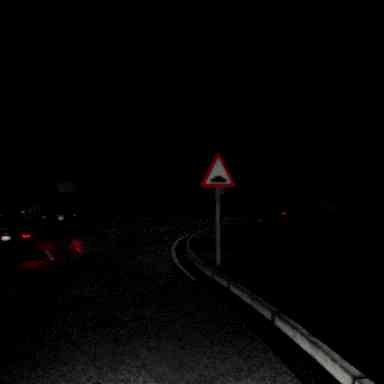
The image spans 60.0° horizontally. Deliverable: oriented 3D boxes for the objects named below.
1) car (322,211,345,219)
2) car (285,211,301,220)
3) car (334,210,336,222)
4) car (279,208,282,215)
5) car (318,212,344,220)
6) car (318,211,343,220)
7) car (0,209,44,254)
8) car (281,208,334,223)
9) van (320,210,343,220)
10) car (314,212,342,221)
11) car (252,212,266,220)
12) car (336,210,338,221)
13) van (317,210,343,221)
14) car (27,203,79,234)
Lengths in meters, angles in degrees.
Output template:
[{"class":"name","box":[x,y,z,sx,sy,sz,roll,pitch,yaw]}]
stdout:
[{"class":"car","box":[31.721,5.188,74.702,4.553,1.767,2.185,0,-3,27]},{"class":"car","box":[18.552,4.361,60.881,1.882,1.535,5.008,0,-4,27]},{"class":"car","box":[14.410,3.051,40.303,5.008,1.535,2.097,0,-4,27]},{"class":"car","box":[13.890,3.471,51.599,2.150,2.045,5.566,0,-4,27]},{"class":"car","box":[29.217,5.039,69.793,4.892,1.521,2.231,0,-3,27]},{"class":"car","box":[28.019,4.775,67.466,4.553,1.767,2.185,0,-3,27]},{"class":"car","box":[-7.473,1.565,12.914,2.033,1.411,5.357,-1,0,-34]},{"class":"car","box":[13.176,2.866,37.848,4.892,1.521,2.231,0,-4,27]},{"class":"van","box":[30.358,4.955,72.316,4.442,1.987,1.878,0,-3,27]},{"class":"car","box":[25.545,4.618,62.401,4.792,1.488,2.163,0,-3,27]},{"class":"car","box":[10.962,3.830,53.007,1.994,1.385,4.181,0,-4,27]},{"class":"car","box":[15.654,3.236,42.753,4.892,1.521,2.231,0,-4,27]},{"class":"van","box":[26.861,4.517,64.831,4.442,1.987,1.878,0,-3,27]},{"class":"car","box":[-8.021,1.357,18.065,2.097,1.767,4.553,-1,0,-44]}]
